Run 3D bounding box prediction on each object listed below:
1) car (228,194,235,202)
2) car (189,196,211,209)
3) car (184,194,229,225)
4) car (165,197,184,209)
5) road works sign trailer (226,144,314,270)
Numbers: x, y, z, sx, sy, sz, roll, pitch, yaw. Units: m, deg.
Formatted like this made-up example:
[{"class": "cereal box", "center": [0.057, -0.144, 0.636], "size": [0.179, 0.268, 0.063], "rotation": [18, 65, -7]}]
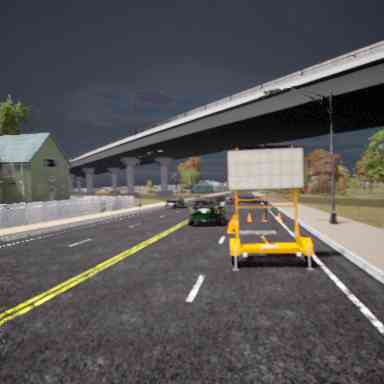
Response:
[{"class": "car", "center": [6.380, 1.087, 54.501], "size": [2.128, 1.511, 4.902], "rotation": [-2, 0, 9]}, {"class": "car", "center": [1.064, 1.350, 43.196], "size": [2.033, 1.411, 5.357], "rotation": [-2, 0, 10]}, {"class": "car", "center": [1.110, 1.228, 22.815], "size": [2.097, 1.767, 4.553], "rotation": [-2, 0, 10]}, {"class": "car", "center": [-2.184, 1.396, 43.502], "size": [2.128, 1.511, 4.902], "rotation": [-2, 0, 10]}, {"class": "road works sign trailer", "center": [2.323, 0.348, 10.532], "size": [2.380, 3.560, 2.880], "rotation": [-2, 0, 6]}]
